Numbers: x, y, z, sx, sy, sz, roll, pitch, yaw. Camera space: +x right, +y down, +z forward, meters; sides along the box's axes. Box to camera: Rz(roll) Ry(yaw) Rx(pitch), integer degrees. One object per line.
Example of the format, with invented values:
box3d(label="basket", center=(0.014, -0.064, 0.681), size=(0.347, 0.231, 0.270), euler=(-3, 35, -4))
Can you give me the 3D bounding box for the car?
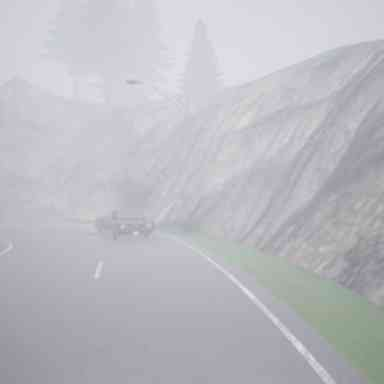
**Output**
box3d(label="car", center=(-3.626, 1.601, 17.180), size=(1.895, 1.301, 4.718), euler=(0, 0, -29))
